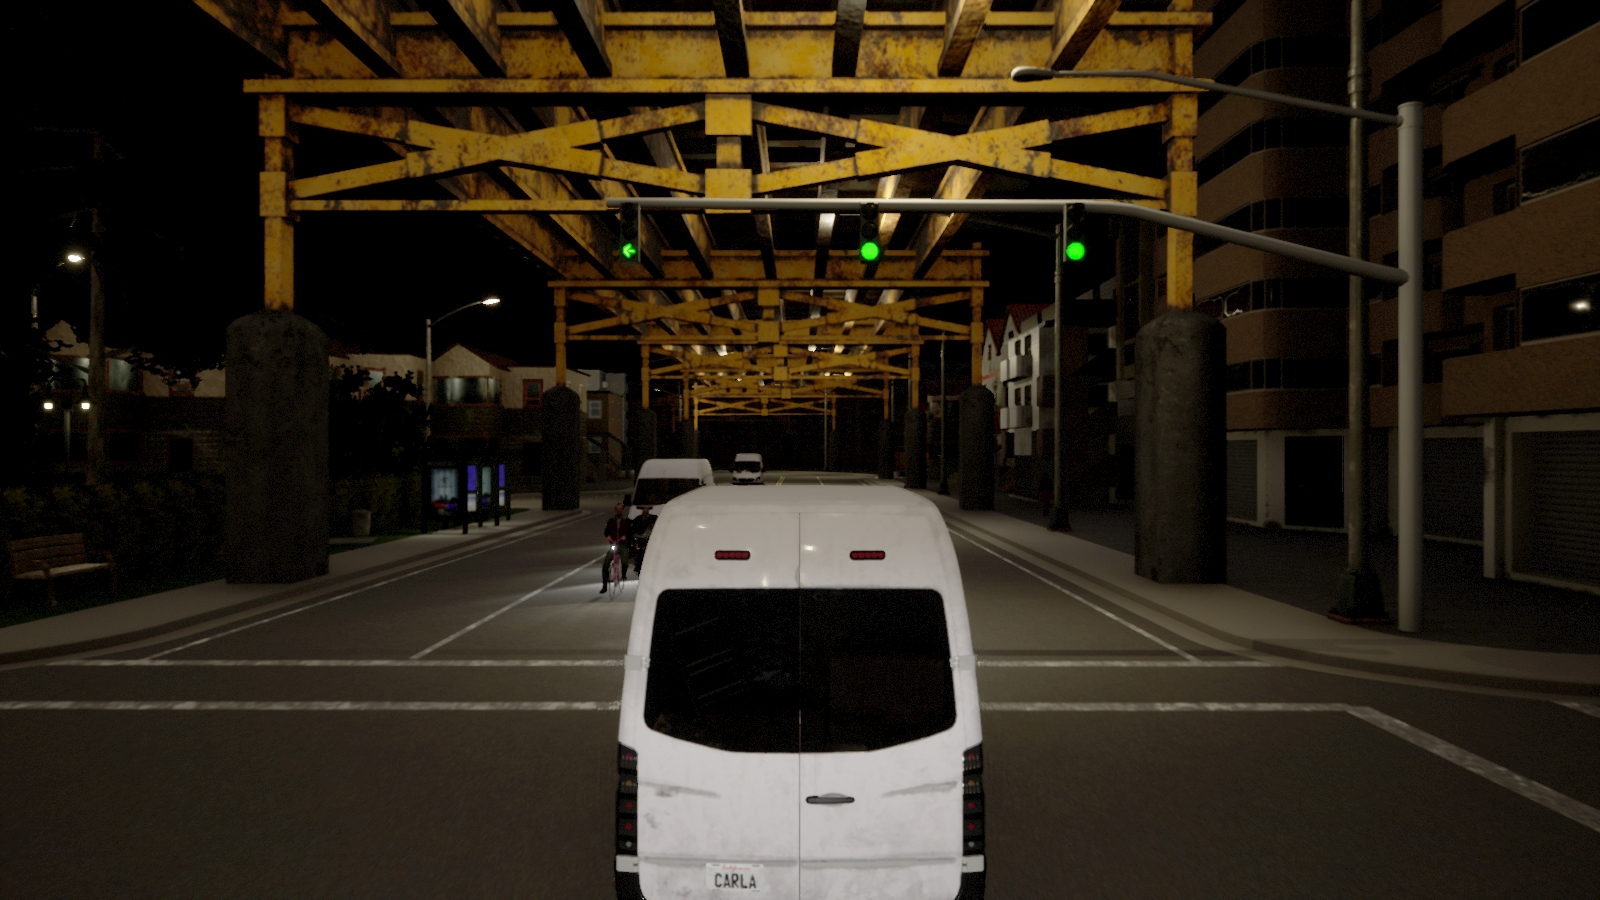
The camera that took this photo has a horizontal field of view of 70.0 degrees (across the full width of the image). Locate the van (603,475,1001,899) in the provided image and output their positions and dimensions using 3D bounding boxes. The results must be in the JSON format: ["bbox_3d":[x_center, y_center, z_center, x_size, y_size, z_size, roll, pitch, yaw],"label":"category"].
[{"bbox_3d":[0.011,1.536,8.672,1.988,2.561,5.915,0,0,0],"label":"van"}]

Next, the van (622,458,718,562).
[{"bbox_3d":[-3.479,1.538,31.738,1.988,2.561,5.915,0,0,0],"label":"van"}]

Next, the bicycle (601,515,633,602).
[{"bbox_3d":[-3.490,2.050,21.874,0.329,1.496,1.835,0,0,0],"label":"bicycle"}]

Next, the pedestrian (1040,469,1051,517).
[{"bbox_3d":[9.763,1.706,45.392,0.375,1.860,0.375,0,0,1],"label":"pedestrian"}]
